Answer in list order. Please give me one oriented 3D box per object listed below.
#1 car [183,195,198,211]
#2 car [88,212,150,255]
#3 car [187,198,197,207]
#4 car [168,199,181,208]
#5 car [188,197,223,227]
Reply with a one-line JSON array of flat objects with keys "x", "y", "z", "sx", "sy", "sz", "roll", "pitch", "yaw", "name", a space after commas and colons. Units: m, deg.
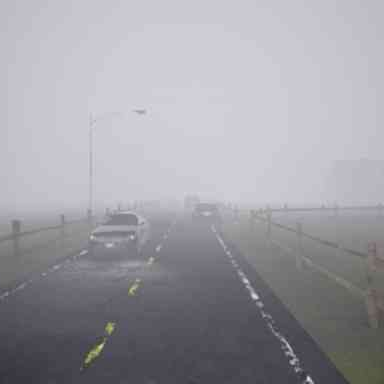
[{"x": 0.012, "y": 1.464, "z": 44.087, "sx": 2.150, "sy": 2.045, "sz": 5.566, "roll": 0, "pitch": 0, "yaw": 0, "name": "car"}, {"x": -2.849, "y": 1.598, "z": 13.828, "sx": 1.812, "sy": 1.442, "sz": 4.674, "roll": 0, "pitch": 0, "yaw": 0, "name": "car"}, {"x": -0.002, "y": 1.849, "z": 57.343, "sx": 1.812, "sy": 1.442, "sz": 4.674, "roll": 0, "pitch": 0, "yaw": 0, "name": "car"}, {"x": -2.813, "y": 1.871, "z": 54.992, "sx": 1.994, "sy": 1.385, "sz": 4.181, "roll": 0, "pitch": 0, "yaw": 0, "name": "car"}, {"x": 0.961, "y": 1.476, "z": 23.690, "sx": 2.097, "sy": 1.767, "sz": 4.553, "roll": 0, "pitch": 0, "yaw": 0, "name": "car"}]
